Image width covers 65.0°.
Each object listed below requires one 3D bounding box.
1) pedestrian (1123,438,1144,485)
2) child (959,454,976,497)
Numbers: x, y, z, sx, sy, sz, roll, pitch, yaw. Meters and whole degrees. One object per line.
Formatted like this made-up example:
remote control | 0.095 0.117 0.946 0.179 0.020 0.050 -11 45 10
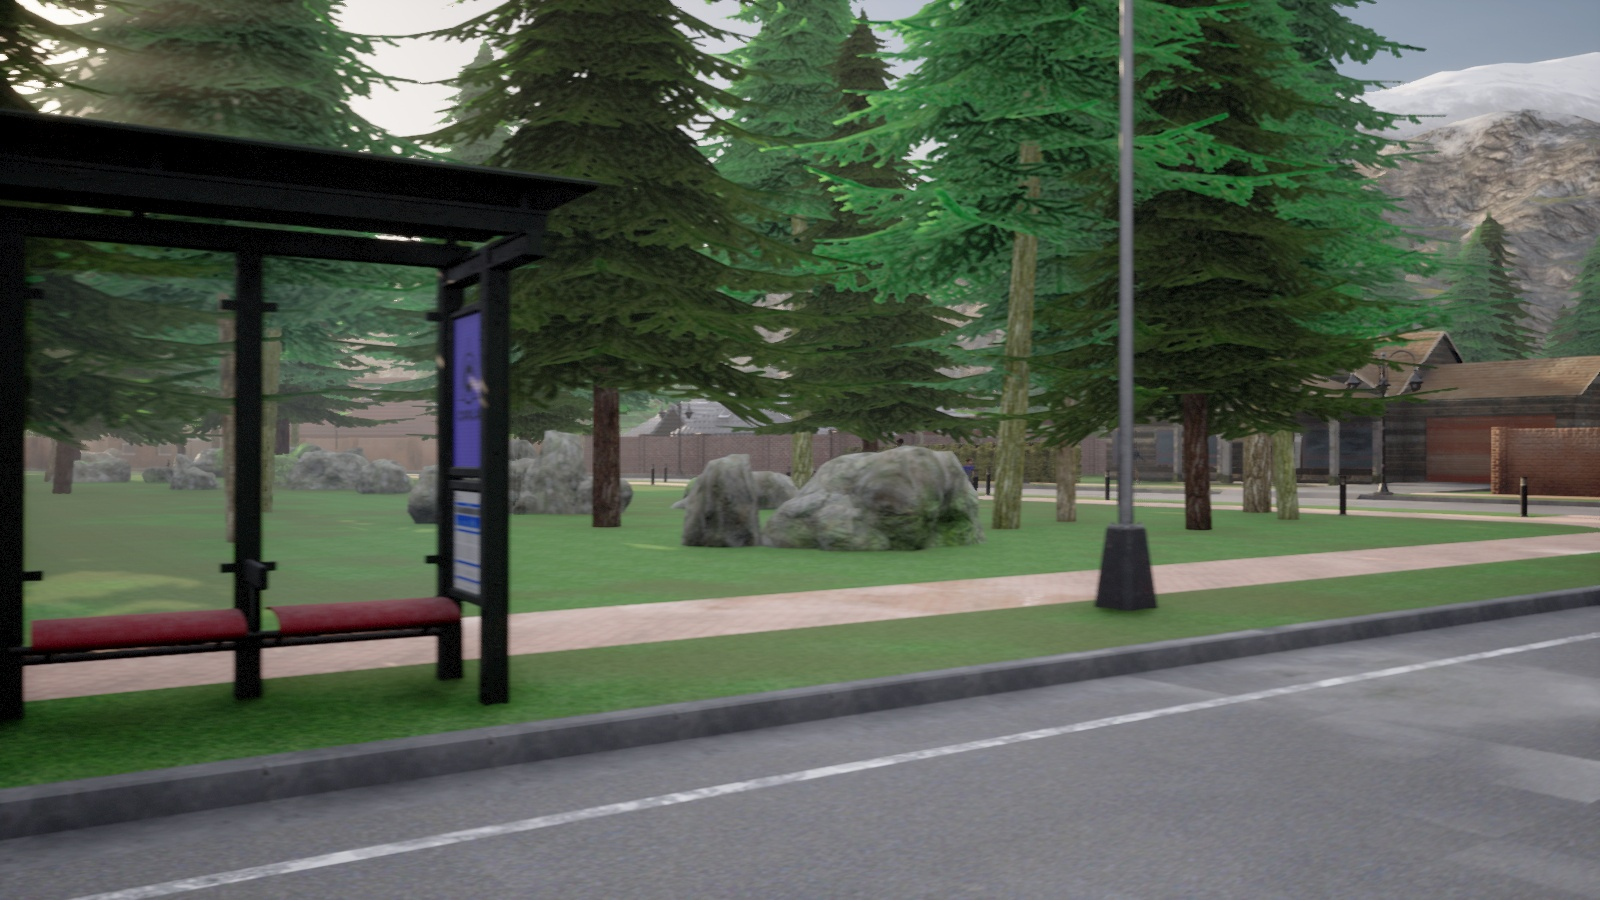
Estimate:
pedestrian | 13.930 0.495 52.470 0.423 1.949 0.788 0 0 -35
child | 4.976 0.747 37.275 0.270 1.263 0.437 0 0 -33
